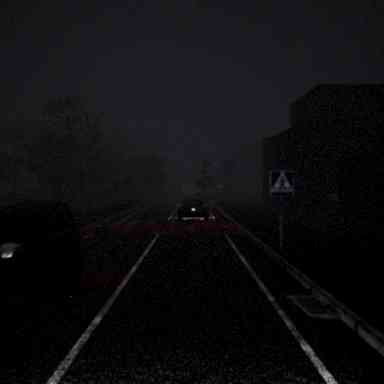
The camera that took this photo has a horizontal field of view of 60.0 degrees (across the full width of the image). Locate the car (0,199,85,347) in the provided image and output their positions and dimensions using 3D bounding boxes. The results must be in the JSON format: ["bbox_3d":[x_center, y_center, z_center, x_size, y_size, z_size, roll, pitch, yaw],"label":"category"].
[{"bbox_3d":[-3.351,1.180,4.927,2.150,2.045,5.566,0,1,0],"label":"car"}]

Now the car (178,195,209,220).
[{"bbox_3d":[0.090,1.174,21.987,1.994,1.385,4.181,0,-4,0],"label":"car"}]
